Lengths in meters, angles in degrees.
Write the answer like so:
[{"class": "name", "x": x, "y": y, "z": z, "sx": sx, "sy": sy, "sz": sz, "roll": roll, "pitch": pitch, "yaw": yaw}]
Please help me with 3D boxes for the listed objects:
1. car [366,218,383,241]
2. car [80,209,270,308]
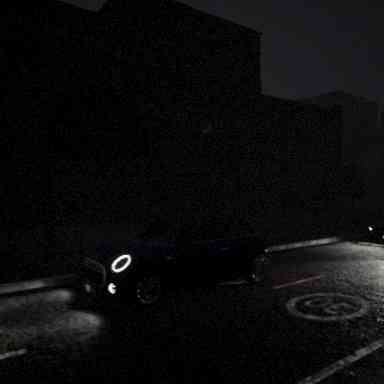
[{"class": "car", "x": 10.314, "y": 1.503, "z": 15.553, "sx": 5.357, "sy": 1.411, "sz": 2.033, "roll": 0, "pitch": 0, "yaw": -36}, {"class": "car", "x": -0.269, "y": 1.346, "z": 8.027, "sx": 4.553, "sy": 1.767, "sz": 2.097, "roll": 0, "pitch": 0, "yaw": -35}]
